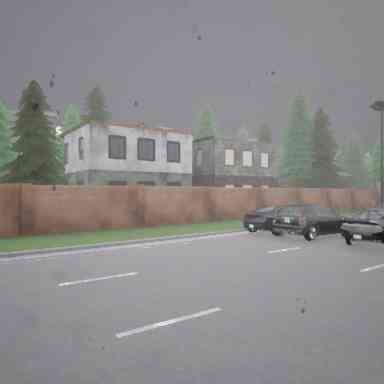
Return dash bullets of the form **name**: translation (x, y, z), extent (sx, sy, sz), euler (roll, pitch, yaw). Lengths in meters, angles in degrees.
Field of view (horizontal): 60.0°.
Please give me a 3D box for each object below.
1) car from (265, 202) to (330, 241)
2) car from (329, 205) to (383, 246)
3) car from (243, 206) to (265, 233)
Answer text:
- **car**: translation (6.212, 1.366, 16.898), extent (4.553, 1.767, 2.097), euler (0, 0, -35)
- **car**: translation (8.269, 1.495, 14.066), extent (4.902, 1.511, 2.128), euler (0, 0, -35)
- **car**: translation (4.973, 1.516, 18.687), extent (4.892, 1.490, 1.837), euler (0, 0, -38)
